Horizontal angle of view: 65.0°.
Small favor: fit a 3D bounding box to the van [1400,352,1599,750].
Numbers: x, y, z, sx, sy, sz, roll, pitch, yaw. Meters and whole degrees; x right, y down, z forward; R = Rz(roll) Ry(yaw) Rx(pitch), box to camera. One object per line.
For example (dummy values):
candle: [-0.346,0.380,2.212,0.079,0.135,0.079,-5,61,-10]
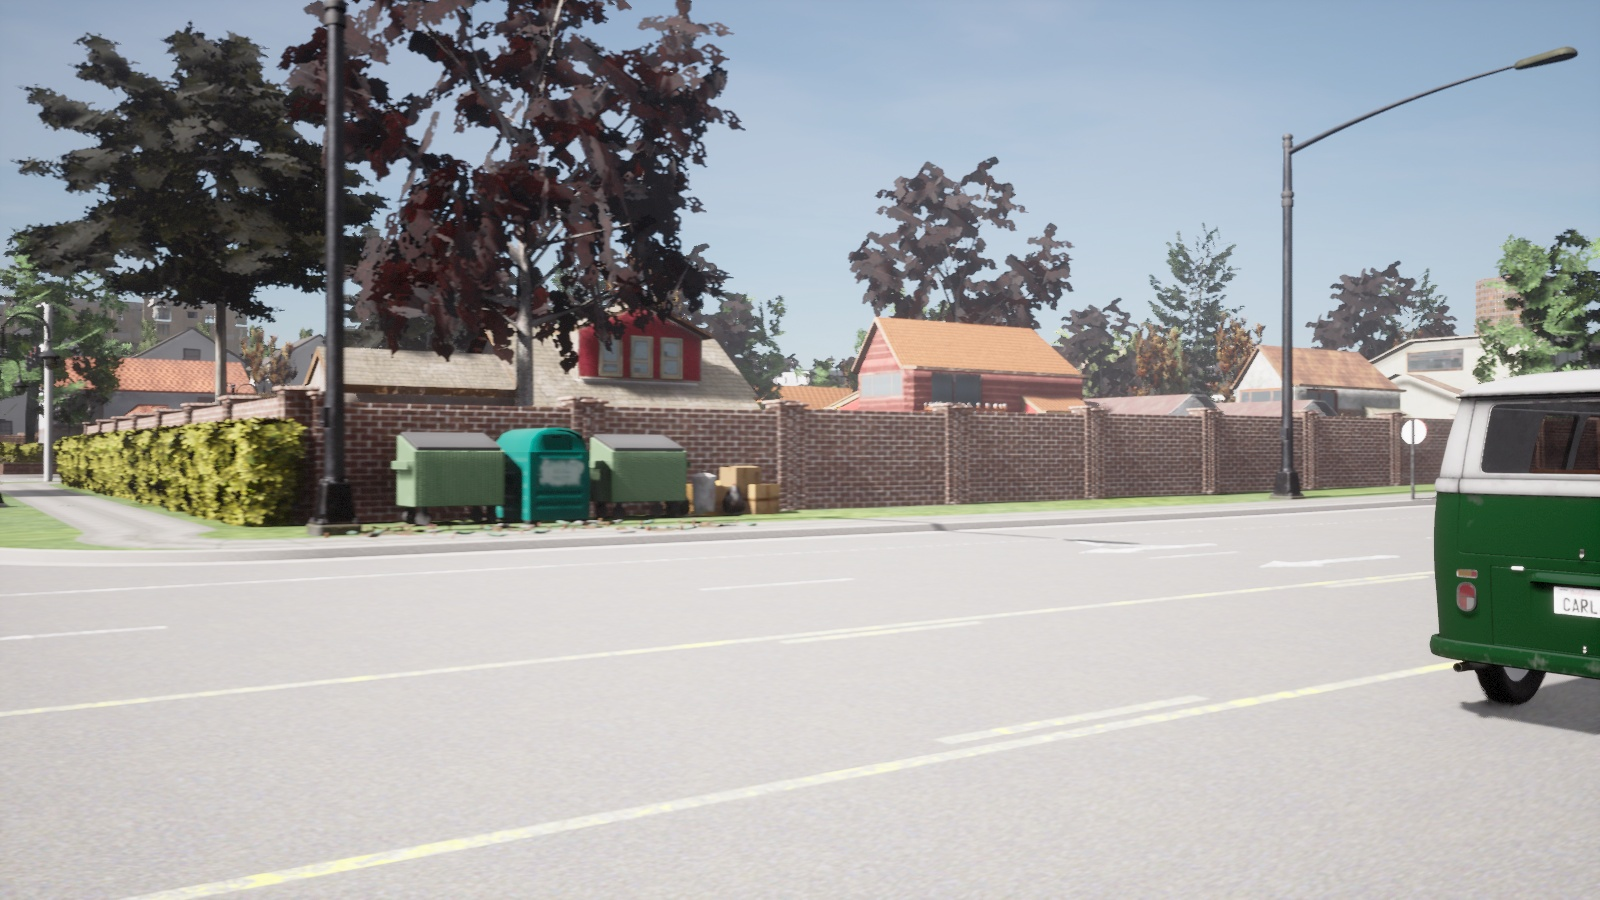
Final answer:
van: [5.731,0.504,7.650,4.442,1.987,1.775,0,0,-35]
